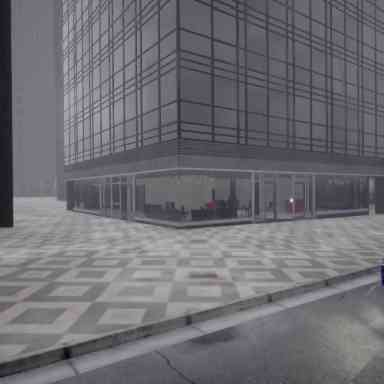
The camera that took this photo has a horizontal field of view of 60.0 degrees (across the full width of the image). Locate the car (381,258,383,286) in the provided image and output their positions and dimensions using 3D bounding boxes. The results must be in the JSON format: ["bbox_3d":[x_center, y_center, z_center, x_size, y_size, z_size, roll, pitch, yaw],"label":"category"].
[{"bbox_3d":[6.318,1.478,7.721,5.008,1.535,1.882,0,0,-35],"label":"car"}]
